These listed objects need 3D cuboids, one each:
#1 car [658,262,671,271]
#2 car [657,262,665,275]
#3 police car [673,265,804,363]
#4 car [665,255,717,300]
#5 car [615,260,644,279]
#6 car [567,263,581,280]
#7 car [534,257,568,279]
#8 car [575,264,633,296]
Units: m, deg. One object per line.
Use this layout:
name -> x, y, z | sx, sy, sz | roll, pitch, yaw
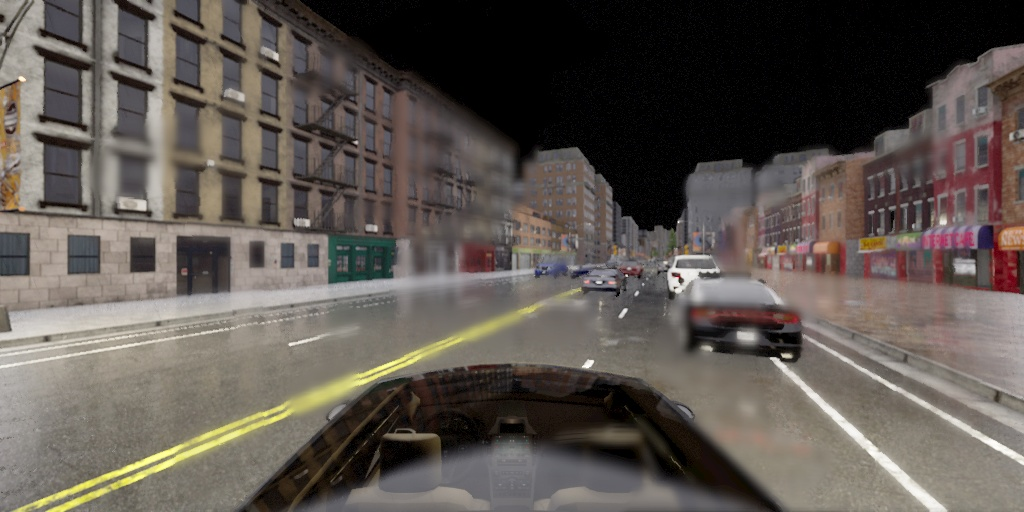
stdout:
car -> 24.676, 1.622, 57.986 | 1.895, 1.301, 4.718 | 0, 0, 23
car -> 18.215, 1.465, 42.506 | 2.033, 1.411, 5.357 | 0, 0, 23
police car -> 5.019, 1.180, 8.510 | 1.930, 1.638, 5.238 | 0, 0, 23
car -> 8.851, 0.996, 17.662 | 2.150, 2.045, 5.566 | 0, 0, 23
car -> 11.691, 1.217, 35.133 | 2.097, 1.767, 4.553 | 0, 0, 23
car -> 6.584, 1.440, 31.862 | 1.895, 1.301, 4.718 | 0, 0, 23
car -> 3.900, 1.068, 33.866 | 2.150, 2.045, 5.566 | 0, 0, 23
car -> 5.134, 1.322, 19.470 | 2.033, 1.411, 5.357 | 0, 0, 23
